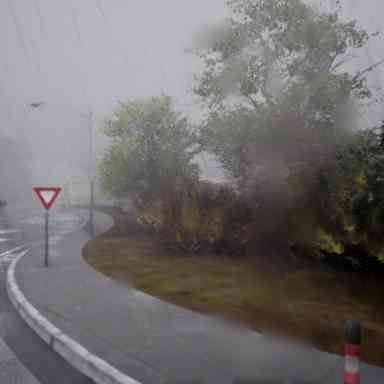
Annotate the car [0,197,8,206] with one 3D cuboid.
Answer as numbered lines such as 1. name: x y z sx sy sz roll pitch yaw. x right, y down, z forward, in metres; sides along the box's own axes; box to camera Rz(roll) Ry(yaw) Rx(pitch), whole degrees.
1. car: -26.389 1.100 43.721 4.181 1.385 1.994 2 1 21

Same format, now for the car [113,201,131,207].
1. car: -14.185 2.515 69.805 4.892 1.521 2.231 1 -4 4
